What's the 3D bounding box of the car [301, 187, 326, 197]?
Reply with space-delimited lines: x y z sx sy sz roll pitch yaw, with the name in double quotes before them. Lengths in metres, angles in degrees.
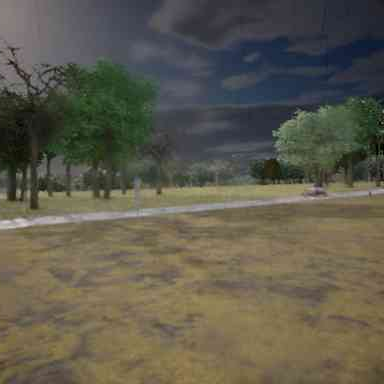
"car" 18.559 -0.014 50.449 4.674 1.442 1.812 -3 2 -37
